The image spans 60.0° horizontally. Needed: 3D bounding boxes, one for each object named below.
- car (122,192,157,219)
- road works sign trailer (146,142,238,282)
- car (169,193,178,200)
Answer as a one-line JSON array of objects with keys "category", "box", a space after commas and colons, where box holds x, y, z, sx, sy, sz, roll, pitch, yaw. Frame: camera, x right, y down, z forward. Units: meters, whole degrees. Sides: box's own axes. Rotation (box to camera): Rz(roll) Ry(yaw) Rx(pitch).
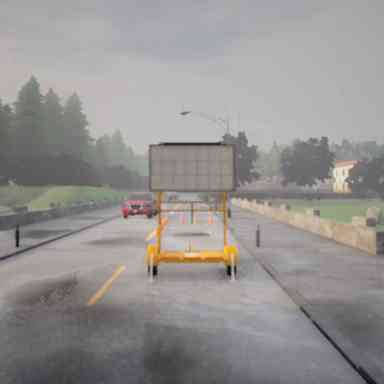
[{"category": "car", "box": [-4.087, 1.024, 26.783, 2.150, 2.045, 5.566, 0, 0, 0]}, {"category": "road works sign trailer", "box": [0.005, 0.393, 9.491, 2.380, 3.560, 2.880, 0, 0, 0]}, {"category": "car", "box": [-3.968, 1.002, 71.860, 2.033, 1.411, 5.357, 0, 0, 0]}]
